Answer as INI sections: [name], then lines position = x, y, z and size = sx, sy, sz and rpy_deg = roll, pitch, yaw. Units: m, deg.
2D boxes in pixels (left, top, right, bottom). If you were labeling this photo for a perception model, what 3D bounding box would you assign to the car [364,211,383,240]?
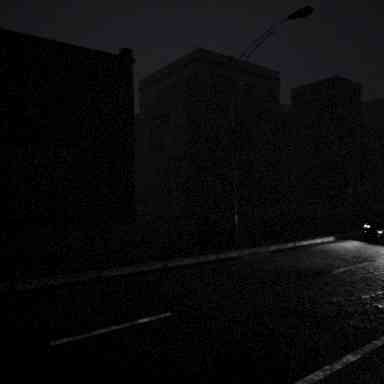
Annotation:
[car]
position = 9.820, 1.414, 15.348
size = 4.892, 1.490, 1.837
rpy_deg = 0, 0, -36
